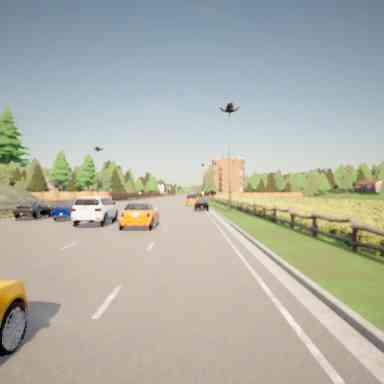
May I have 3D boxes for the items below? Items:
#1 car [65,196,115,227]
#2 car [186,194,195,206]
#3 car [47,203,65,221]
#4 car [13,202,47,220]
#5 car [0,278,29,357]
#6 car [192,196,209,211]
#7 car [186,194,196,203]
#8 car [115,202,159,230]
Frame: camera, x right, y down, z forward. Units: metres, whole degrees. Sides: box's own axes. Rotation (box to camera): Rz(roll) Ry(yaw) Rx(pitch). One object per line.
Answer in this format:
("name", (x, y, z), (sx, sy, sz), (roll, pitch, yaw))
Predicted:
("car", (-6.899, 1.325, 24.101), (2.150, 2.045, 5.566), (0, 0, 0))
("car", (-0.089, 1.610, 61.397), (2.097, 1.767, 4.553), (0, 0, 0))
("car", (-10.397, 1.600, 28.910), (1.882, 1.535, 5.008), (0, 0, 0))
("car", (-13.897, 1.618, 29.551), (2.128, 1.511, 4.902), (0, 0, 0))
("car", (-3.400, 1.491, 3.047), (1.882, 1.535, 5.008), (0, 0, 0))
("car", (1.226, 1.660, 43.351), (1.882, 1.535, 5.008), (0, 0, 0))
("car", (-0.160, 1.419, 75.548), (2.150, 2.045, 5.566), (0, 0, 0))
("car", (-3.399, 1.444, 22.043), (2.097, 1.767, 4.553), (0, 0, 0))
